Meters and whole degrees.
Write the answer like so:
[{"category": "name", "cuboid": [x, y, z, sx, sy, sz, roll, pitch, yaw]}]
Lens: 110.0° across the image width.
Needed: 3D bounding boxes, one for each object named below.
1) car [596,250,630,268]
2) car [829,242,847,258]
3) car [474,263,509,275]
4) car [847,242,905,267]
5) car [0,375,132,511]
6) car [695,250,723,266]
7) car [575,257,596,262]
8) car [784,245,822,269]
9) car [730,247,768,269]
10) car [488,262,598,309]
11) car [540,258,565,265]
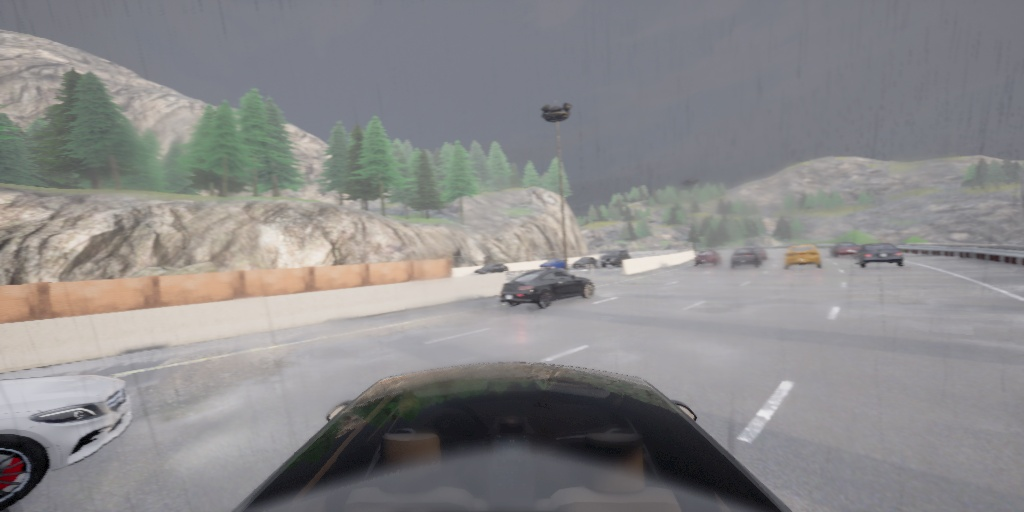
[{"category": "car", "cuboid": [12.782, 0.342, 44.090, 2.150, 2.045, 5.566, -4, 0, 36]}, {"category": "car", "cuboid": [31.414, -0.623, 33.796, 1.994, 1.385, 4.181, -4, 0, 36]}, {"category": "car", "cuboid": [-2.351, 1.633, 41.777, 1.837, 1.490, 4.892, -4, -1, 40]}, {"category": "car", "cuboid": [22.481, -0.104, 22.122, 2.033, 1.411, 5.357, -4, 0, 40]}, {"category": "car", "cuboid": [-6.441, 1.713, 2.844, 4.674, 1.442, 1.812, -4, 0, -40]}, {"category": "car", "cuboid": [18.853, 0.186, 34.446, 1.812, 1.442, 4.674, -4, 0, 38]}, {"category": "car", "cuboid": [9.284, 0.868, 45.246, 1.837, 1.490, 4.892, -4, 0, 37]}, {"category": "car", "cuboid": [19.906, 0.013, 24.554, 1.882, 1.535, 5.008, -4, -1, 40]}, {"category": "car", "cuboid": [18.753, 0.125, 28.656, 2.128, 1.511, 4.902, -4, -1, 39]}, {"category": "car", "cuboid": [1.531, 1.243, 14.877, 4.674, 1.442, 1.812, -4, 0, -44]}, {"category": "car", "cuboid": [5.310, 1.111, 45.757, 1.882, 1.535, 5.008, -4, -1, 37]}]
